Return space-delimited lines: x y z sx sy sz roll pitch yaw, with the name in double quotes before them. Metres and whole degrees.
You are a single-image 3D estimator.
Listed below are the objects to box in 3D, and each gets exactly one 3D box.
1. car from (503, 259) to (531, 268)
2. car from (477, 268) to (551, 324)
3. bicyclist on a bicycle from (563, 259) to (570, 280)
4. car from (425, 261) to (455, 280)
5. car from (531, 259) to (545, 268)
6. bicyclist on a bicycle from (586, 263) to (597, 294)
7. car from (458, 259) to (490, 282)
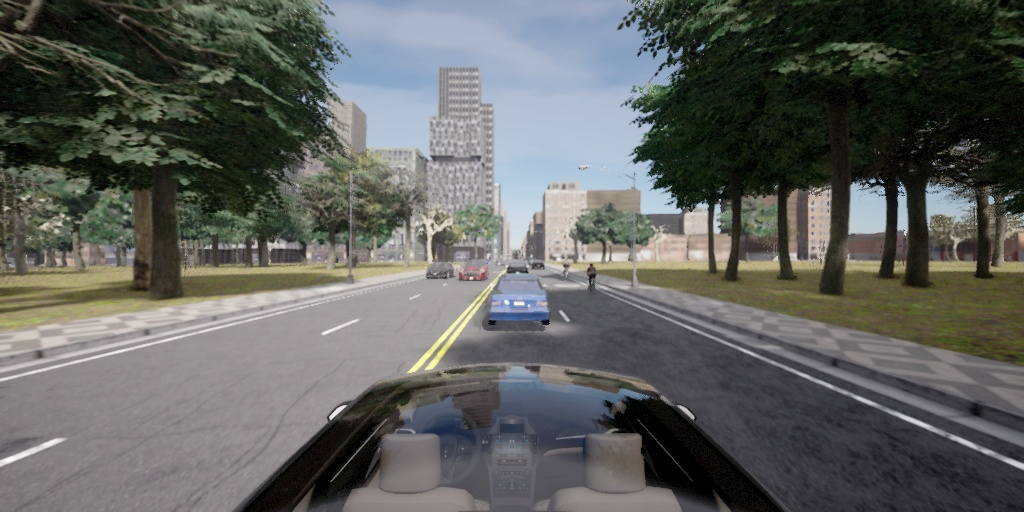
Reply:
"car" 0.466 1.237 31.630 1.882 1.535 5.008 0 0 1
"car" 0.217 1.294 11.921 2.033 1.411 5.357 0 0 1
"bicyclist on a bicycle" 4.487 1.143 29.794 0.659 1.776 1.843 0 0 1
"car" -6.234 1.240 31.582 1.837 1.490 4.892 0 0 1
"car" 4.024 1.287 56.116 1.882 1.535 5.008 0 0 1
"bicyclist on a bicycle" 4.358 1.216 19.595 0.582 1.620 1.656 0 0 1
"car" -3.015 1.096 29.091 2.097 1.767 4.553 0 0 1
